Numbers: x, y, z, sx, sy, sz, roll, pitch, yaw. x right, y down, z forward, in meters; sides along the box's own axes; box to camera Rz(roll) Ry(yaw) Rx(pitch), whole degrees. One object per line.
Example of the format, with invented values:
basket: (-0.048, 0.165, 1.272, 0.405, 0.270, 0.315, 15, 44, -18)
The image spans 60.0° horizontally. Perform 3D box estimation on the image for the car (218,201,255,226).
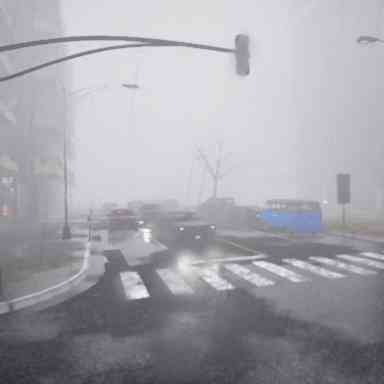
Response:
car: (3.677, 1.570, 23.179, 1.947, 1.339, 4.313, -1, 0, -16)

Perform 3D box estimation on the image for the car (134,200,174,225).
car: (-3.052, 1.619, 25.599, 1.882, 1.535, 5.008, -1, 0, -16)

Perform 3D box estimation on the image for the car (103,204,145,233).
car: (-4.373, 1.702, 20.856, 1.887, 1.381, 4.507, -1, 0, -16)

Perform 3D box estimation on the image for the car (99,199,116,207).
car: (-8.967, 1.827, 36.774, 1.887, 1.381, 4.507, -1, 0, -16)

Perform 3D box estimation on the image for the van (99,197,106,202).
van: (-22.753, 2.030, 84.531, 1.690, 1.788, 3.998, -1, 0, -16)

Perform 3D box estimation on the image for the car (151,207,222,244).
car: (-0.445, 1.673, 16.570, 1.895, 1.301, 4.718, -1, 0, -19)

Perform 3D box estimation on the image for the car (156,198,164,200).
car: (-5.740, 1.788, 46.287, 2.033, 1.411, 5.357, -1, 0, -16)

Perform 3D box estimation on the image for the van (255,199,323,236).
van: (5.205, 1.305, 17.874, 1.690, 1.788, 3.998, -1, 0, -16)

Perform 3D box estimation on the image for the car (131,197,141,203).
car: (-14.698, 2.086, 86.854, 2.008, 1.369, 4.403, -1, 0, -16)

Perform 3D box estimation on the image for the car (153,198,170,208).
car: (-5.178, 1.729, 55.467, 1.882, 1.535, 5.008, -1, 0, -16)

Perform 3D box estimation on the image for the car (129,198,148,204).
car: (-5.911, 1.710, 35.547, 2.128, 1.511, 4.902, -1, 0, -16)

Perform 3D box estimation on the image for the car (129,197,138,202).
car: (-16.229, 2.134, 92.161, 2.008, 1.369, 4.403, -1, 0, -16)

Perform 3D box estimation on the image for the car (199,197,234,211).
car: (2.142, 1.360, 28.487, 2.192, 1.841, 5.009, -1, 0, -16)

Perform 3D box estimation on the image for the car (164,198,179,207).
car: (-3.238, 1.674, 48.741, 1.882, 1.535, 5.008, -1, 0, -16)

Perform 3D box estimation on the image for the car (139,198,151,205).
car: (-10.104, 1.958, 70.935, 1.947, 1.339, 4.313, -1, 0, -16)

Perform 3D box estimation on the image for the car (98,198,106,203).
car: (-24.280, 2.282, 89.836, 1.887, 1.381, 4.507, -1, 0, -16)
